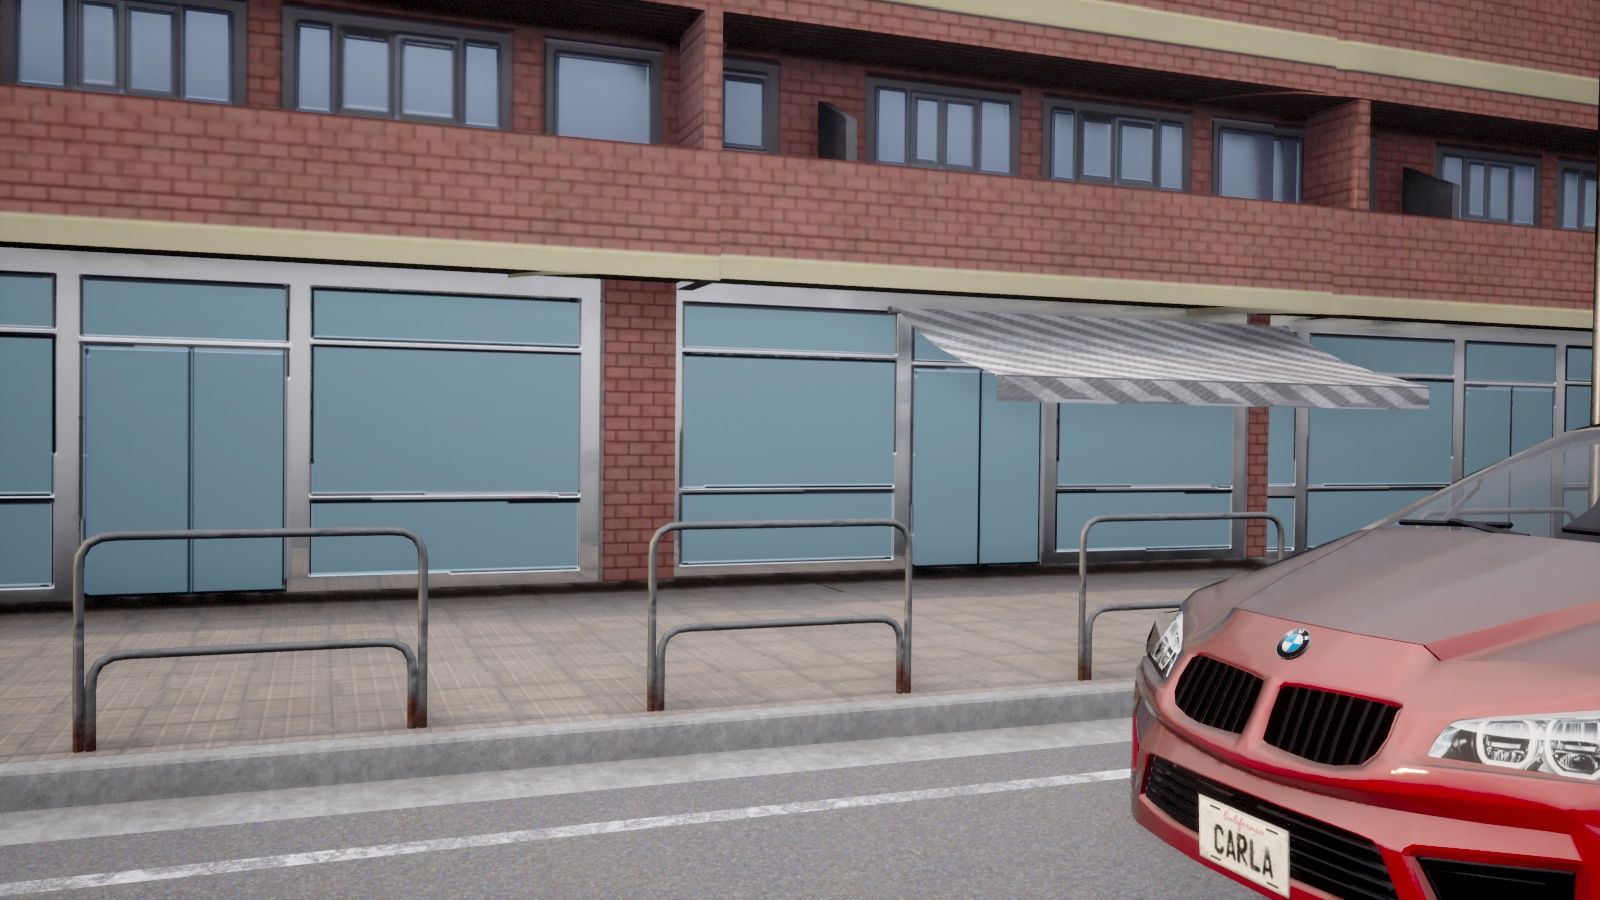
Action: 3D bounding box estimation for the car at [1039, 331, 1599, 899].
[{"bbox_3d":[3.469,0.531,4.556,4.611,1.667,2.242,-1,1,-21],"label":"car"}]
